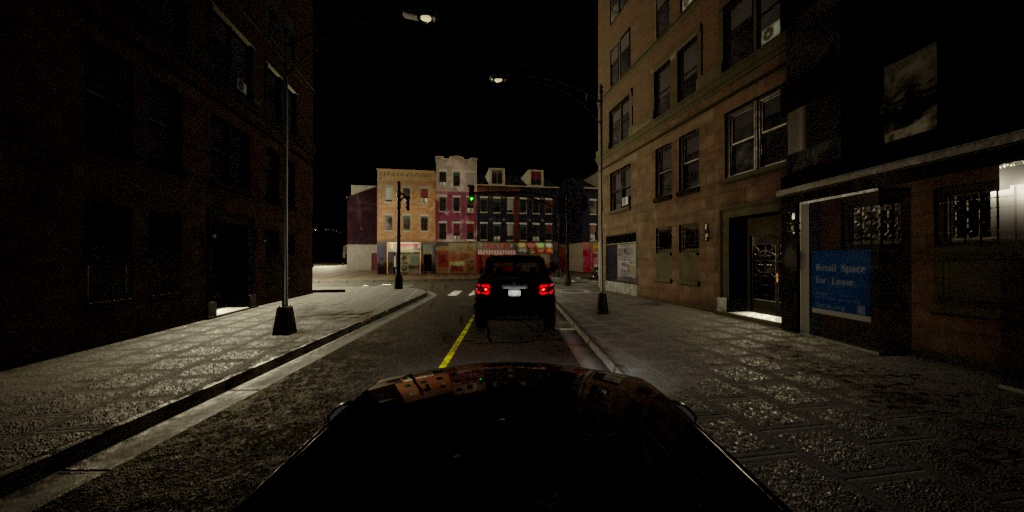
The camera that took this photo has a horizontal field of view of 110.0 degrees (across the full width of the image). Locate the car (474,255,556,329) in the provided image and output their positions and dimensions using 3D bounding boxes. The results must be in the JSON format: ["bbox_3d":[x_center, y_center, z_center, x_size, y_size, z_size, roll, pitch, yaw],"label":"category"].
[{"bbox_3d":[0.098,0.975,11.357,2.150,2.045,5.566,0,0,1],"label":"car"}]

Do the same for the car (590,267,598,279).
[{"bbox_3d":[8.882,1.092,29.835,4.553,1.767,2.097,0,0,-10],"label":"car"}]
